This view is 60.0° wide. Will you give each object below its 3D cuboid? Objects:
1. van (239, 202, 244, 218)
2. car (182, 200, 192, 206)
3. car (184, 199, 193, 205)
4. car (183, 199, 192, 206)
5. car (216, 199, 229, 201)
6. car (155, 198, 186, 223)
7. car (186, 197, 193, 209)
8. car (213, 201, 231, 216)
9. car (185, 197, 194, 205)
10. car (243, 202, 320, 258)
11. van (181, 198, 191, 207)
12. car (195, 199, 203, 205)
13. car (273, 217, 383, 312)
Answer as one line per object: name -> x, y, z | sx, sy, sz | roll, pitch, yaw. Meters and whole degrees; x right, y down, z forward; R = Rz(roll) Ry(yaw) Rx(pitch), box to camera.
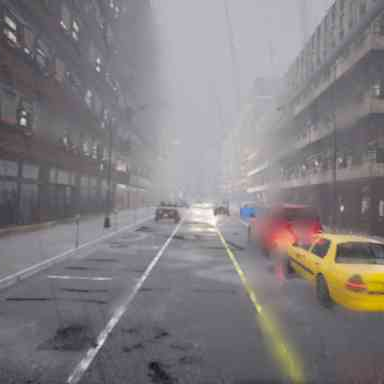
van -> 5.958, 1.969, 34.951 | 1.690, 1.788, 3.998 | 3, -1, 1
car -> -1.092, 2.449, 74.770 | 2.008, 1.369, 4.403 | 3, -1, 1
car -> -0.853, 2.599, 86.109 | 2.008, 1.369, 4.403 | 3, -1, 1
car -> -0.973, 2.539, 80.440 | 1.947, 1.339, 4.313 | 3, -1, 1
car -> 6.675, 2.391, 68.965 | 2.192, 1.841, 5.009 | 3, -1, 1
car -> -2.035, 1.617, 29.421 | 2.192, 1.841, 5.009 | 3, -1, 1
car -> -1.439, 1.989, 57.766 | 2.192, 1.841, 5.009 | 3, -1, 1
car -> 3.547, 2.144, 40.428 | 1.812, 1.442, 4.674 | 2, -1, 2
car -> -0.723, 2.439, 91.781 | 2.192, 1.841, 5.009 | 3, -1, 1
car -> 3.774, 1.524, 14.170 | 2.150, 2.045, 5.566 | 2, -1, 1
van -> -1.201, 2.165, 69.104 | 1.690, 1.788, 3.998 | 3, -1, 1
car -> 1.773, 2.544, 89.228 | 2.097, 1.767, 4.553 | 2, -1, 1
car -> 3.643, 1.678, 8.329 | 1.801, 1.575, 5.366 | 2, -1, 1
